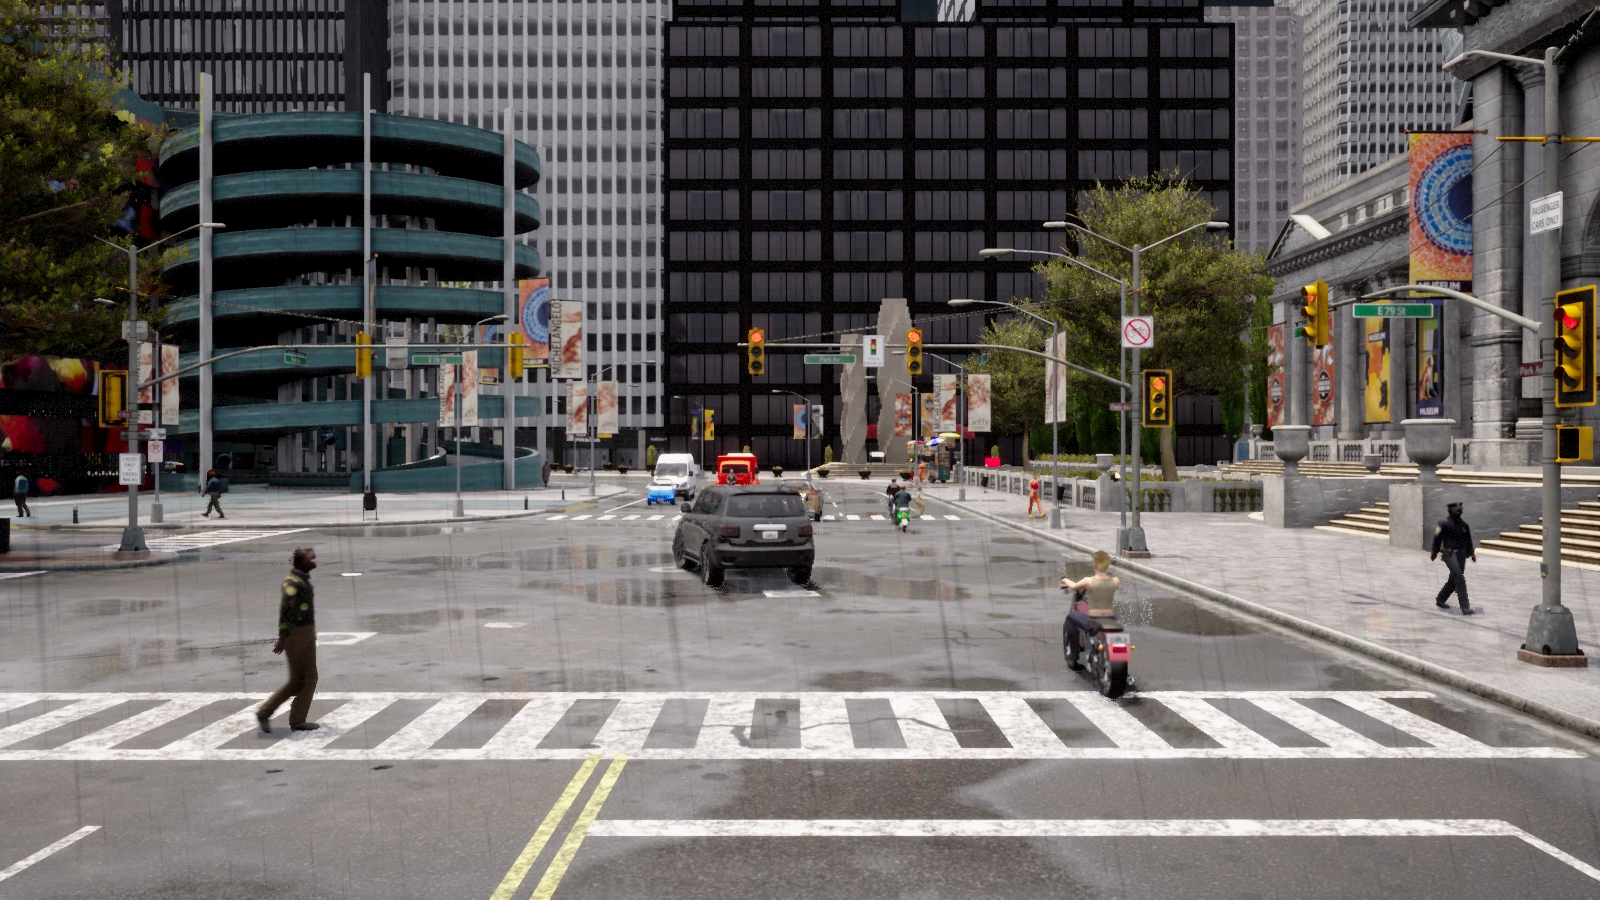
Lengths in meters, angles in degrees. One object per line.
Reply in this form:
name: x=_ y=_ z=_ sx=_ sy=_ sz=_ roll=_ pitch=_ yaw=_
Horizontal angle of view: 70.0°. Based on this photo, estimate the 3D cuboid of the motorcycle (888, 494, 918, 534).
motorcycle: x=3.525 y=2.166 z=39.153 sx=0.856 sy=1.236 sz=1.805 roll=0 pitch=1 yaw=0

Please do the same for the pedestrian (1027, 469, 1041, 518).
pedestrian: x=9.004 y=1.679 z=43.890 sx=0.375 sy=1.860 sz=0.375 roll=0 pitch=0 yaw=-23

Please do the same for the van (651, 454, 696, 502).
van: x=-7.042 y=1.510 z=64.165 sx=1.988 sy=2.561 sz=5.915 roll=0 pitch=0 yaw=-1

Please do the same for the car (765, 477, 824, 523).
car: x=-0.148 y=1.974 z=46.212 sx=2.152 sy=1.651 sz=5.027 roll=0 pitch=0 yaw=2

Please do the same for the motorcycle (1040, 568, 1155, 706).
motorcycle: x=3.498 y=2.164 z=13.658 sx=0.764 sy=1.277 sz=2.356 roll=0 pitch=0 yaw=0

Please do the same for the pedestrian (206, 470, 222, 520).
pedestrian: x=-22.065 y=1.679 z=43.036 sx=0.375 sy=1.860 sz=0.375 roll=0 pitch=0 yaw=6

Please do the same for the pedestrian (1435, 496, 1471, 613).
pedestrian: x=10.584 y=1.689 z=18.528 sx=0.375 sy=1.860 sz=0.375 roll=0 pitch=0 yaw=-1

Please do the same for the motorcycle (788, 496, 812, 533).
motorcycle: x=-0.004 y=2.197 z=39.182 sx=0.803 sy=1.145 sz=2.033 roll=0 pitch=0 yaw=0

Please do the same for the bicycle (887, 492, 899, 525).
bicycle: x=3.501 y=2.193 z=43.054 sx=0.329 sy=1.171 sz=1.835 roll=0 pitch=0 yaw=0

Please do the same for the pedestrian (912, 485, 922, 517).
pedestrian: x=4.850 y=2.111 z=47.435 sx=0.375 sy=1.300 sz=0.375 roll=0 pitch=0 yaw=0

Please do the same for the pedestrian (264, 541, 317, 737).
pedestrian: x=-5.012 y=1.843 z=11.254 sx=0.375 sy=1.860 sz=0.375 roll=0 pitch=0 yaw=-6

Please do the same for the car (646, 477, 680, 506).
car: x=-6.988 y=2.098 z=58.266 sx=1.481 sy=1.376 sz=2.207 roll=0 pitch=0 yaw=0

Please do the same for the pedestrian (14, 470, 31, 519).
pedestrian: x=-29.764 y=1.681 z=43.754 sx=0.375 sy=1.860 sz=0.375 roll=0 pitch=0 yaw=11

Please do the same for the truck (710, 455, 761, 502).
truck: x=-3.541 y=1.543 z=64.074 sx=2.627 sy=2.467 sz=5.204 roll=0 pitch=0 yaw=-1

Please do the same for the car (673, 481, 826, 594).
car: x=-1.272 y=1.770 z=25.143 sx=2.150 sy=2.045 sz=5.566 roll=0 pitch=0 yaw=-15
